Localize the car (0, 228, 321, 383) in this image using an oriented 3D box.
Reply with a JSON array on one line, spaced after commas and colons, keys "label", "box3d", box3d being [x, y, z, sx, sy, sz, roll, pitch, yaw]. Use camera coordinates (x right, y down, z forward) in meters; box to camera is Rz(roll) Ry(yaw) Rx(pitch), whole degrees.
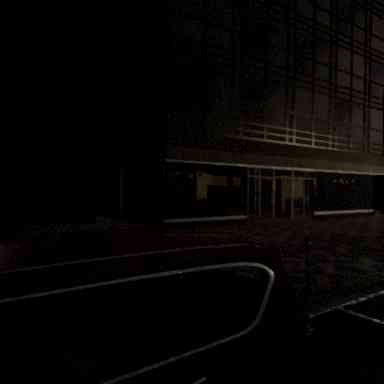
[{"label": "car", "box3d": [-1.287, 1.276, 2.103, 5.009, 1.841, 2.192, 0, 1, -34]}]
